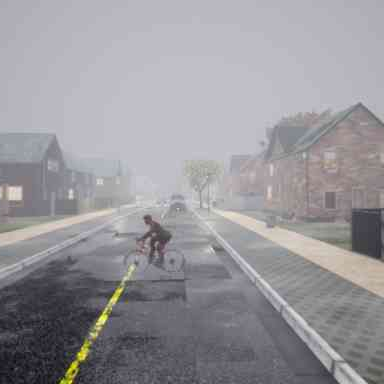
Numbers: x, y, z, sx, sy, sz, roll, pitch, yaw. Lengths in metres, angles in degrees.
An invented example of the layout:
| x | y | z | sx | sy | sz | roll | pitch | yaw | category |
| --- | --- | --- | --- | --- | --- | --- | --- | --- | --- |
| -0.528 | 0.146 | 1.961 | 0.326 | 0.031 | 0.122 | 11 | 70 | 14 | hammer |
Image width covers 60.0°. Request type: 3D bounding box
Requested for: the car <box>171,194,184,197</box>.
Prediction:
| x | y | z | sx | sy | sz | roll | pitch | yaw | category |
| --- | --- | --- | --- | --- | --- | --- | --- | --- | --- |
| -2.136 | 1.312 | 48.986 | 2.150 | 2.045 | 5.566 | 0 | 0 | -3 | car |

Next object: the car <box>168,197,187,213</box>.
| x | y | z | sx | sy | sz | roll | pitch | yaw | category |
| --- | --- | --- | --- | --- | --- | --- | --- | --- | --- |
| -1.557 | 1.563 | 36.794 | 1.812 | 1.442 | 4.674 | 0 | 0 | -3 | car |

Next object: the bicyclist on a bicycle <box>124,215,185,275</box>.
| x | y | z | sx | sy | sz | roll | pitch | yaw | category |
| --- | --- | --- | --- | --- | --- | --- | --- | --- | --- |
| -1.032 | 1.443 | 9.057 | 1.656 | 1.620 | 0.582 | -1 | 0 | -3 | bicyclist on a bicycle |

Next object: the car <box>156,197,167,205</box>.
| x | y | z | sx | sy | sz | roll | pitch | yaw | category |
| --- | --- | --- | --- | --- | --- | --- | --- | --- | --- |
| -5.710 | 1.705 | 63.120 | 1.812 | 1.442 | 4.674 | 0 | 0 | -2 | car |
